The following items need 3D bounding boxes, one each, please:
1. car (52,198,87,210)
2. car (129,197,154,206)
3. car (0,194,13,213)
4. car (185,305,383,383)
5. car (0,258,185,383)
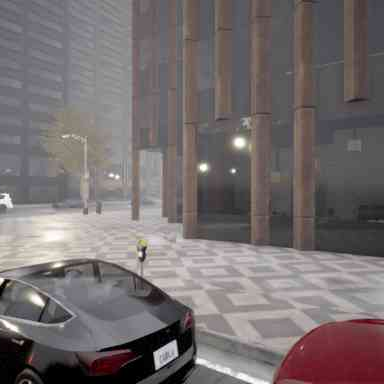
[{"bbox_3d":[-15.449,1.499,42.023,1.994,1.385,4.181,0,0,36],"label":"car"},{"bbox_3d":[-7.901,1.473,52.624,1.994,1.385,4.181,0,0,36],"label":"car"},{"bbox_3d":[-21.293,1.179,33.812,2.150,2.045,5.566,0,0,35],"label":"car"},{"bbox_3d":[2.654,1.315,1.066,5.009,1.841,2.192,0,0,36],"label":"car"},{"bbox_3d":[-1.932,1.566,4.342,4.313,1.339,1.947,0,0,36],"label":"car"}]
